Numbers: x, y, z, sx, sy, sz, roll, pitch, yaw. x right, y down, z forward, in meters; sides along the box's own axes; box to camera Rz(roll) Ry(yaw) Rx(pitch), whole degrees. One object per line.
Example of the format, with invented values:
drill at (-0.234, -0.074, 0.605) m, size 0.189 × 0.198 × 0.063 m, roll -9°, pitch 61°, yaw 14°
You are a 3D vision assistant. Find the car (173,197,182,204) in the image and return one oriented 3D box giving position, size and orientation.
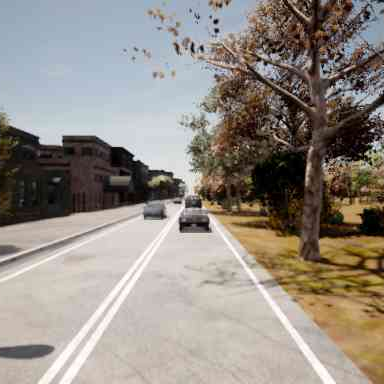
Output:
car at (-3.100, 1.887, 71.678) m, size 2.033 × 1.411 × 5.357 m, roll 0°, pitch 0°, yaw 0°

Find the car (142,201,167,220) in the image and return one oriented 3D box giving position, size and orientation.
car at (-3.300, 1.649, 30.239) m, size 1.837 × 1.490 × 4.892 m, roll 0°, pitch -1°, yaw 0°

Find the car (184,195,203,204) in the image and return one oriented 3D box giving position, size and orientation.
car at (0.178, 1.437, 42.699) m, size 2.150 × 2.045 × 5.566 m, roll 0°, pitch 0°, yaw 0°

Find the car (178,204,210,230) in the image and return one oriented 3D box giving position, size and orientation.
car at (0.126, 1.695, 21.862) m, size 1.895 × 1.301 × 4.718 m, roll 0°, pitch 0°, yaw 0°
